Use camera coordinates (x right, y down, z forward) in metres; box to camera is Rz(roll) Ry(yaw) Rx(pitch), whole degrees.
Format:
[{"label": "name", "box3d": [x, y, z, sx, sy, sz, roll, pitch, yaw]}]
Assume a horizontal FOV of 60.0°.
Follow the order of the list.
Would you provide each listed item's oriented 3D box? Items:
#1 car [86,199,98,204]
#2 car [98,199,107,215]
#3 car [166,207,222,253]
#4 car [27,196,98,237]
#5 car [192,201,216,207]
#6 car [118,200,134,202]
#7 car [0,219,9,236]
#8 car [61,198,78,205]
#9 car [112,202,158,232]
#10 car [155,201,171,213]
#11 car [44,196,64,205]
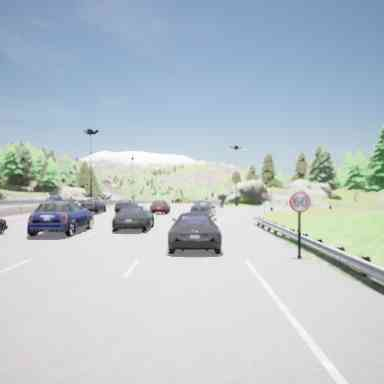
[{"label": "car", "box3d": [-27.349, 2.574, 91.153, 1.882, 1.535, 5.008, 0, -2, 1]}, {"label": "car", "box3d": [-10.400, 1.557, 35.244, 2.128, 1.511, 4.902, 0, 0, 0]}, {"label": "car", "box3d": [0.098, 1.520, 13.482, 1.994, 1.385, 4.181, 0, 0, 0]}, {"label": "car", "box3d": [-6.901, 1.302, 17.924, 2.097, 1.767, 4.553, 0, 0, 0]}, {"label": "car", "box3d": [1.076, 1.537, 29.918, 2.033, 1.411, 5.357, 0, 0, 10]}, {"label": "car", "box3d": [-6.898, 1.538, 35.247, 2.128, 1.511, 4.902, 0, 0, 0]}, {"label": "car", "box3d": [-10.400, 1.494, 14.782, 2.033, 1.411, 5.357, 0, 0, 0]}, {"label": "car", "box3d": [-27.558, 2.130, 74.905, 1.882, 1.535, 5.008, 0, -1, 1]}, {"label": "car", "box3d": [-3.400, 1.516, 19.809, 1.994, 1.385, 4.181, 0, 0, 0]}, {"label": "car", "box3d": [-3.396, 1.613, 35.857, 1.994, 1.385, 4.181, 0, -1, 0]}, {"label": "car", "box3d": [-31.058, 1.873, 74.926, 2.150, 2.045, 5.566, 0, -1, 1]}]
